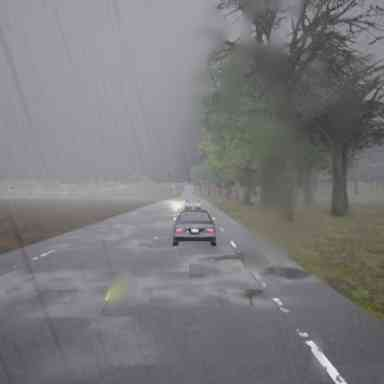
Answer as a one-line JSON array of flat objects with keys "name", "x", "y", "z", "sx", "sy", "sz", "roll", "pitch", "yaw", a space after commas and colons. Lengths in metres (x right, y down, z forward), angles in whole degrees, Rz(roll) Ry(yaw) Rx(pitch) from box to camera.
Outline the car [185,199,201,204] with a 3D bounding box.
[{"name": "car", "x": 0.113, "y": 1.482, "z": 39.304, "sx": 1.895, "sy": 1.301, "sz": 4.718, "roll": 0, "pitch": 0, "yaw": 0}]

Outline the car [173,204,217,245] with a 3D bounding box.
[{"name": "car", "x": 0.104, "y": 1.520, "z": 15.271, "sx": 2.033, "sy": 1.411, "sz": 5.357, "roll": 0, "pitch": 0, "yaw": 0}]
